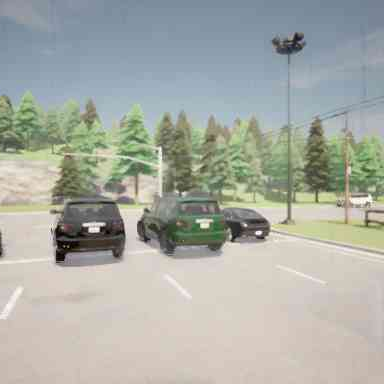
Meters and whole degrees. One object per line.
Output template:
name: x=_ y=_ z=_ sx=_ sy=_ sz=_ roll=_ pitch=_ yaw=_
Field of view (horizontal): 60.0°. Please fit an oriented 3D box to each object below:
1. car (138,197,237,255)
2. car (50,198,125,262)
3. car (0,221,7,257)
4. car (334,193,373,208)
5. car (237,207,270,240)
car: x=-0.615 y=1.223 z=13.662 sx=2.150 sy=2.045 sz=5.566 roll=0 pitch=0 yaw=-23
car: x=-4.021 y=1.225 z=12.485 sx=2.150 sy=2.045 sz=5.566 roll=0 pitch=0 yaw=-23
car: x=-8.090 y=1.509 z=12.270 sx=1.837 sy=1.490 sz=4.892 roll=1 pitch=0 yaw=-31
car: x=23.202 y=1.213 z=47.719 sx=5.566 sy=2.045 sz=2.150 roll=0 pitch=0 yaw=-19
car: x=1.874 y=1.507 z=16.632 sx=1.837 sy=1.490 sz=4.892 roll=0 pitch=0 yaw=-25
